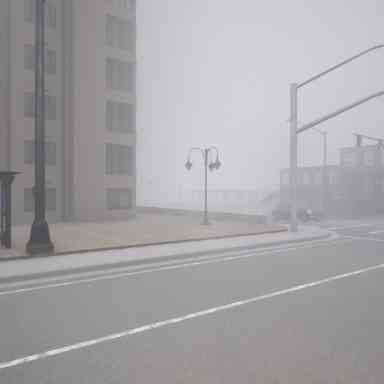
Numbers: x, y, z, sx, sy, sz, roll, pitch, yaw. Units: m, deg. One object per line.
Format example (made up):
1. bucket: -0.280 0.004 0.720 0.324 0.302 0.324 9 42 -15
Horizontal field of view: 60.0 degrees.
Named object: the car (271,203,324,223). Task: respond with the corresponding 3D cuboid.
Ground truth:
1. car: 9.141 1.744 29.119 2.097 1.767 4.553 1 -5 -36
